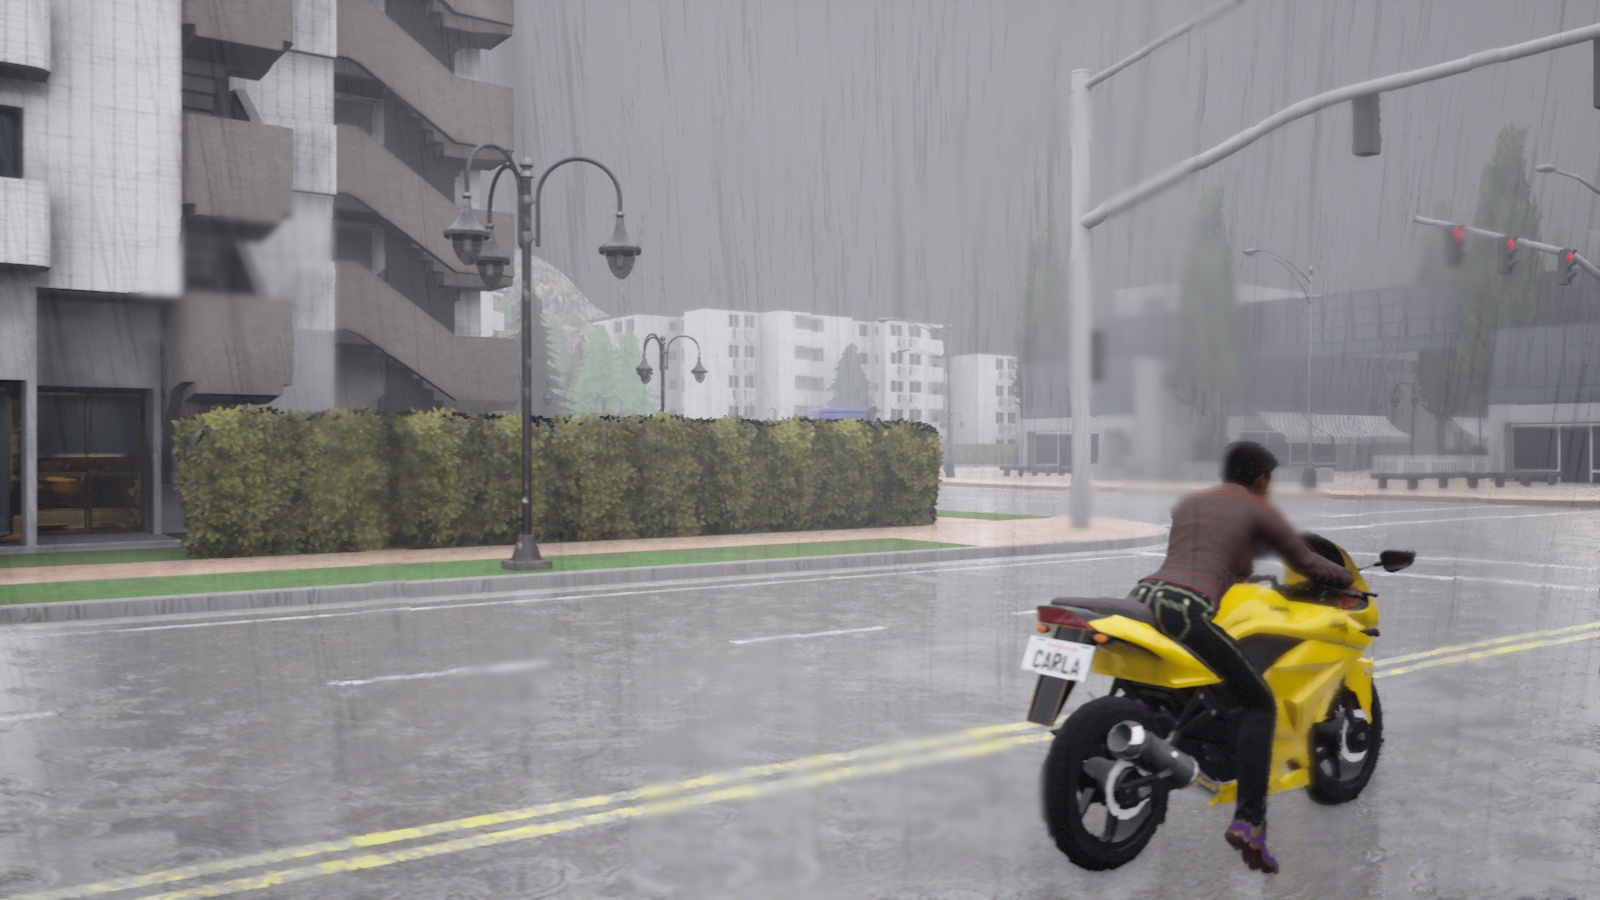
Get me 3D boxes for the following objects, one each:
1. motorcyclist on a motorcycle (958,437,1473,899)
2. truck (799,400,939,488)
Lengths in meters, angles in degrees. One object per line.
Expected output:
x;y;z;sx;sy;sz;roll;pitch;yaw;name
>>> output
1.642;0.719;4.802;2.044;1.523;0.797;0;0;-35;motorcyclist on a motorcycle
2.760;-0.246;53.682;2.891;3.462;7.936;0;0;-22;truck
